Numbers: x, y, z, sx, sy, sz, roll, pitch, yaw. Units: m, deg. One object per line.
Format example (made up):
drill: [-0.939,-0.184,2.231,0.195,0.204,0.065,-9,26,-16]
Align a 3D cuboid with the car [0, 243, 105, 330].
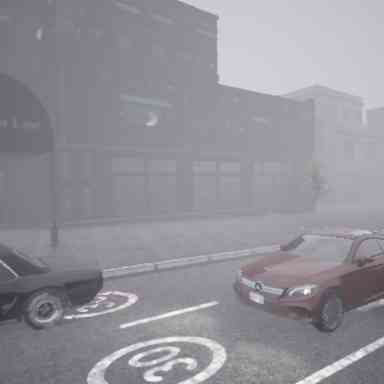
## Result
car: [-4.002,1.601,5.370,4.718,1.301,1.895,0,0,-36]

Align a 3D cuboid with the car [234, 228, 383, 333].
car: [2.979,1.519,6.912,4.674,1.442,1.812,0,0,-35]
